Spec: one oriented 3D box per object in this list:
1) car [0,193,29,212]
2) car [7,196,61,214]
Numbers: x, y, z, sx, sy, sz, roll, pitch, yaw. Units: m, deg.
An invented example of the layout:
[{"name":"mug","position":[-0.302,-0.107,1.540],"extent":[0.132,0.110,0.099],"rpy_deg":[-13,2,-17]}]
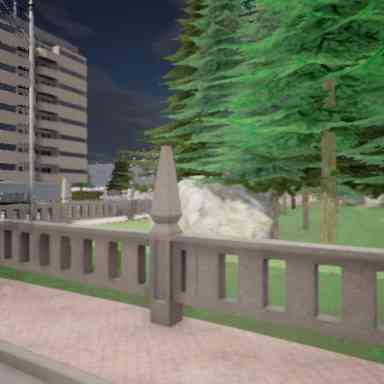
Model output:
[{"name":"car","position":[-18.021,1.119,31.661],"extent":[2.150,2.045,5.566],"rpy_deg":[0,0,28]},{"name":"car","position":[-14.189,1.390,31.389],"extent":[2.128,1.511,4.902],"rpy_deg":[0,0,28]}]
